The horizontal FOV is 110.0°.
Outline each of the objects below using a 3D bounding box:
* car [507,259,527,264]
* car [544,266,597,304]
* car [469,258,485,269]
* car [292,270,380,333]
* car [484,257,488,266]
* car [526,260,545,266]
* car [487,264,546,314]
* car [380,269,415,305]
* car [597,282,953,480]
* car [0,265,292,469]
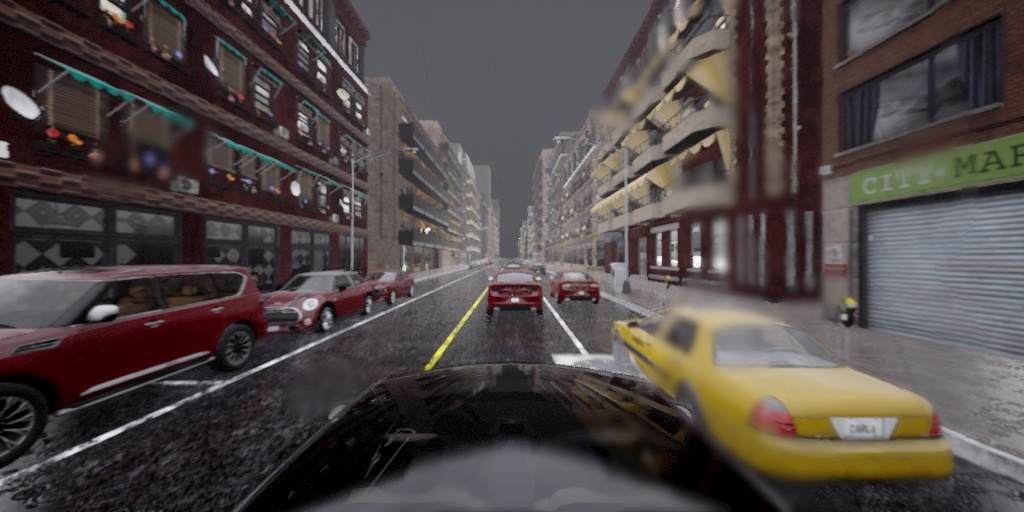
[{"bbox_3d":[0.105,1.288,31.760,1.812,1.442,4.674,0,0,0],"label":"car"},{"bbox_3d":[2.691,1.301,16.155,1.888,1.381,4.507,0,0,0],"label":"car"},{"bbox_3d":[-5.683,1.322,55.613,2.007,1.370,4.403,0,0,0],"label":"car"},{"bbox_3d":[-5.691,1.194,10.523,1.967,1.591,4.097,0,0,0],"label":"car"},{"bbox_3d":[-5.683,1.323,61.250,2.007,1.370,4.403,0,0,0],"label":"car"},{"bbox_3d":[2.695,1.315,38.699,2.007,1.370,4.403,0,0,0],"label":"car"},{"bbox_3d":[0.102,1.233,13.756,1.882,1.535,5.008,0,0,0],"label":"car"},{"bbox_3d":[-5.689,1.302,16.161,1.888,1.381,4.507,0,0,0],"label":"car"},{"bbox_3d":[2.689,1.277,5.053,1.751,1.417,4.829,0,0,0],"label":"car"},{"bbox_3d":[-5.691,1.067,4.888,2.192,1.841,5.009,0,0,0],"label":"car"}]
